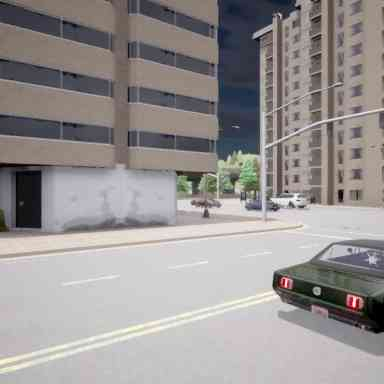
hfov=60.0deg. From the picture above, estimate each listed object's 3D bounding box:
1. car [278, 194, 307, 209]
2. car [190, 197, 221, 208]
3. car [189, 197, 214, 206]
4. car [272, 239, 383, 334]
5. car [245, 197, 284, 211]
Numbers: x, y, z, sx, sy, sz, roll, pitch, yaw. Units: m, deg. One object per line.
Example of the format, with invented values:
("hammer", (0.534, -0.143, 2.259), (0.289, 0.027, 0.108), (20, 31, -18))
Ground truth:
("car", (12.780, 1.221, 44.734), (2.150, 2.045, 5.566), (0, 0, -35))
("car", (2.161, 1.526, 47.251), (1.812, 1.442, 4.674), (0, 0, -36))
("car", (1.536, 1.564, 54.371), (1.994, 1.385, 4.181), (0, 0, -36))
("car", (3.839, 1.601, 6.516), (4.718, 1.301, 1.895), (0, 0, -35))
("car", (8.172, 1.564, 38.938), (1.994, 1.385, 4.181), (0, 0, -36))
